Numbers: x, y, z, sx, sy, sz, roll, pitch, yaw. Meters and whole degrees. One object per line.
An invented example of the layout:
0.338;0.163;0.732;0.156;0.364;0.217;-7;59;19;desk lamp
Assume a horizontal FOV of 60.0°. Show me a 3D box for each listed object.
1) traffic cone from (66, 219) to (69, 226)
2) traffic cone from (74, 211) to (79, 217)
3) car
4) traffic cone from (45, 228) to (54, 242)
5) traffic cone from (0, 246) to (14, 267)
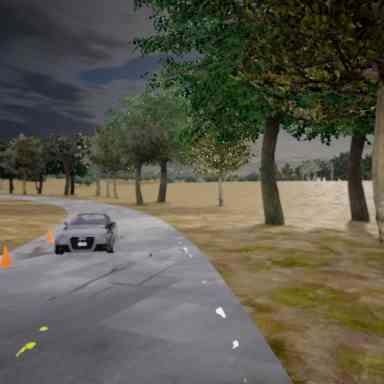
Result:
-7.326;1.897;19.624;0.340;0.580;0.340;0;0;-13;traffic cone
-8.538;1.861;24.339;0.340;0.580;0.340;0;0;-16;traffic cone
-3.974;1.542;13.064;1.994;1.385;4.181;0;0;-9;car
-6.349;1.923;14.856;0.340;0.580;0.340;0;0;-10;traffic cone
-5.607;1.938;10.045;0.340;0.580;0.340;0;0;-7;traffic cone
